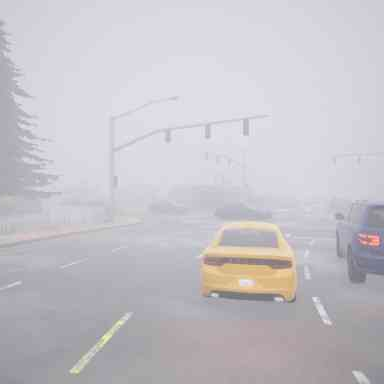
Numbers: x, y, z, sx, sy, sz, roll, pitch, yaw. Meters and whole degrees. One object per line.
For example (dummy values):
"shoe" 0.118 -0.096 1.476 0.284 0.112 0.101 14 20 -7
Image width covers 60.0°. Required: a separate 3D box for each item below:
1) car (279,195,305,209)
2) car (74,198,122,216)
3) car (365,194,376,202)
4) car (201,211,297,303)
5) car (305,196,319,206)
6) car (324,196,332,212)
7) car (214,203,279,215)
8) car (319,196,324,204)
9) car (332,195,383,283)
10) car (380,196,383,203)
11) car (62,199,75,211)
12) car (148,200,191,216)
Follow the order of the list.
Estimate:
"car" 13.304 1.547 45.136 2.033 1.411 5.357 0 0 31
"car" -9.260 1.547 33.913 4.902 1.511 2.128 0 0 32
"car" 42.761 1.355 79.727 2.097 1.767 4.553 0 0 31
"car" 1.483 1.478 8.390 1.882 1.535 5.008 0 0 12
"car" 18.654 1.526 53.873 1.812 1.442 4.674 0 0 32
"car" 17.082 1.363 37.942 2.097 1.767 4.553 0 0 38
"car" 3.923 1.564 25.725 4.674 1.442 1.812 0 0 32
"car" 24.663 1.492 63.556 2.128 1.511 4.902 0 0 32
"car" 5.446 1.221 9.425 2.150 2.045 5.566 0 0 19
"car" 40.442 1.540 69.221 2.033 1.411 5.357 0 0 31
"car" -13.826 1.533 40.870 5.008 1.535 1.882 0 0 32
"car" -2.346 1.581 33.838 4.674 1.442 1.812 0 0 30
